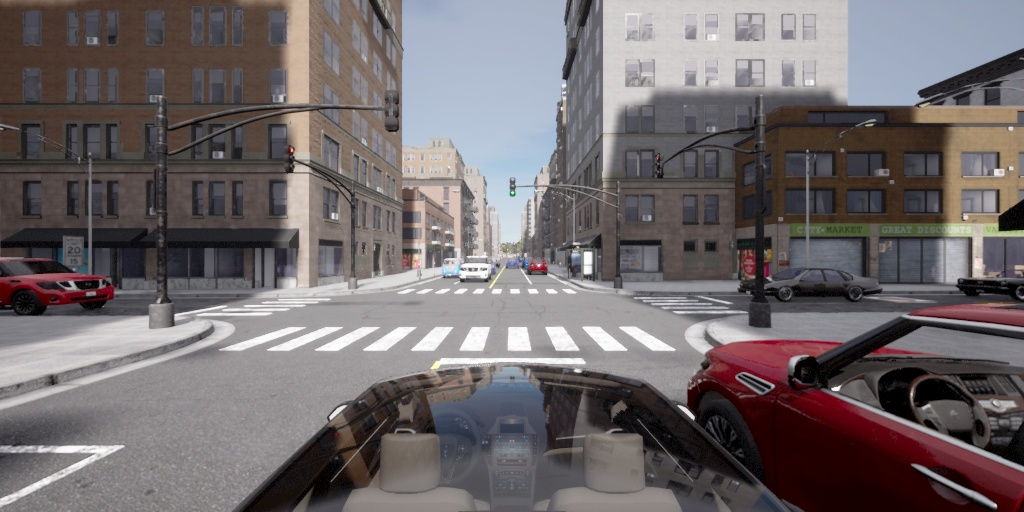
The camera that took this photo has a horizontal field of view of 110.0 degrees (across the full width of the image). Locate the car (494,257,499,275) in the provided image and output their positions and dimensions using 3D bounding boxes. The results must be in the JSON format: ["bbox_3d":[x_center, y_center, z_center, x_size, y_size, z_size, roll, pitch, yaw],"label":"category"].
[{"bbox_3d":[-2.844,1.116,39.171,2.097,1.767,4.553,0,0,0],"label":"car"}]

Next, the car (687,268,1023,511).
[{"bbox_3d":[2.637,1.064,1.266,2.192,1.841,5.009,0,0,0],"label":"car"}]

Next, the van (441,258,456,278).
[{"bbox_3d":[-5.404,1.103,33.231,1.690,1.789,3.998,0,0,0],"label":"van"}]

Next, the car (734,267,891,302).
[{"bbox_3d":[13.291,1.239,16.137,5.357,1.411,2.033,0,0,0],"label":"car"}]

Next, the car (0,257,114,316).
[{"bbox_3d":[-18.197,1.050,13.143,5.566,2.045,2.150,0,0,0],"label":"car"}]

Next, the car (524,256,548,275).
[{"bbox_3d":[2.709,1.079,38.637,2.192,1.841,5.009,0,0,0],"label":"car"}]

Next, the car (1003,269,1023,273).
[{"bbox_3d":[23.280,1.250,16.150,4.718,1.301,1.895,0,0,0],"label":"car"}]

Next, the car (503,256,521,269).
[{"bbox_3d":[0.056,1.122,57.976,2.097,1.767,4.553,0,0,1],"label":"car"}]

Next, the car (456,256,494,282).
[{"bbox_3d":[-2.847,0.983,28.962,2.150,2.045,5.566,0,0,0],"label":"car"}]

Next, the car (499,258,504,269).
[{"bbox_3d":[-2.789,1.371,57.553,1.895,1.301,4.718,0,0,1],"label":"car"}]

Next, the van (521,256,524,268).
[{"bbox_3d":[2.696,1.110,54.856,1.690,1.789,3.998,0,0,0],"label":"van"}]
